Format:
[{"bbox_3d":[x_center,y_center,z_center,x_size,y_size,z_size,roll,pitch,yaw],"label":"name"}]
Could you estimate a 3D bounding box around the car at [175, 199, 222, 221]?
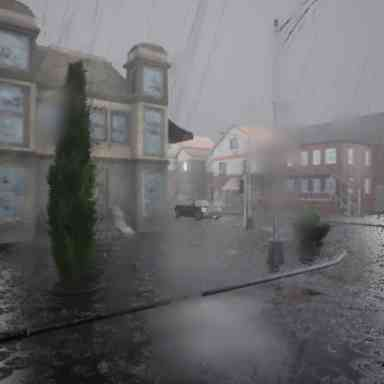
[{"bbox_3d":[0.477,1.382,27.740,2.097,1.767,4.553,0,0,-35],"label":"car"}]
